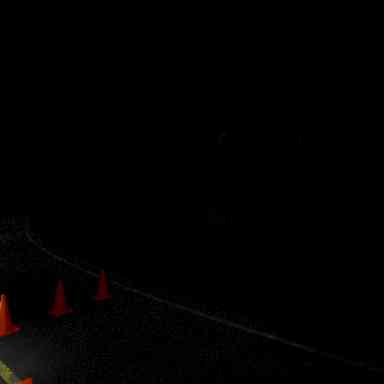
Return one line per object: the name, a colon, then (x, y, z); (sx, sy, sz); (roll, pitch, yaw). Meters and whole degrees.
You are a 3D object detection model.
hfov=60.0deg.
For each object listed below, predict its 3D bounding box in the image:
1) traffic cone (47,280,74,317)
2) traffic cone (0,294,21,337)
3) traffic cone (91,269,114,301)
traffic cone: (-2.424, 1.918, 6.121); (0.340, 0.580, 0.340); (1, 1, 34)
traffic cone: (-2.981, 1.929, 5.295); (0.340, 0.580, 0.340); (1, 1, 34)
traffic cone: (-1.866, 1.908, 6.947); (0.340, 0.580, 0.340); (1, 1, 34)
